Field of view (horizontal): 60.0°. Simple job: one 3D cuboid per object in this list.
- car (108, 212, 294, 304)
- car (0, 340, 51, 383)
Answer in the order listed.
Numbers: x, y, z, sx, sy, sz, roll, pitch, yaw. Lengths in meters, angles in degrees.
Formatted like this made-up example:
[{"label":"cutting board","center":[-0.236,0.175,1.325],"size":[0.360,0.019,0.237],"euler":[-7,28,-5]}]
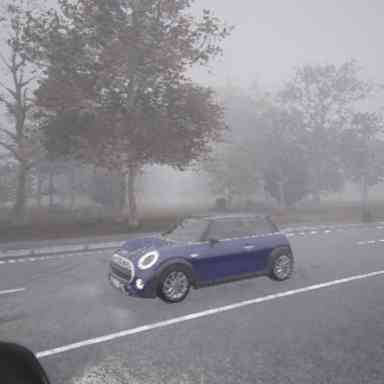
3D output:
[{"label":"car","center":[0.322,1.322,8.190],"size":[4.553,1.767,2.097],"euler":[0,0,-32]},{"label":"car","center":[-2.804,1.555,1.597],"size":[4.181,1.385,1.994],"euler":[0,0,-36]}]
